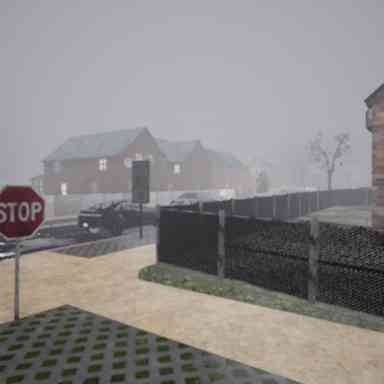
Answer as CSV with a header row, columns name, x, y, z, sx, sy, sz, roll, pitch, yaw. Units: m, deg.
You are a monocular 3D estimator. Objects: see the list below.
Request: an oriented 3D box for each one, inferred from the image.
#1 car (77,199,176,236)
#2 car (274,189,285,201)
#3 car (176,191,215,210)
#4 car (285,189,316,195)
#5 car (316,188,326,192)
name,x,y,z,sx,sy,sz,roll,pitch,yaw
car,-3.209,1.135,16.195,2.128,1.511,4.902,0,2,34
car,12.408,0.369,44.748,2.128,1.511,4.902,0,1,34
car,-0.030,0.745,26.136,2.097,1.767,4.553,0,2,34
car,13.504,0.441,41.294,1.837,1.490,4.892,0,1,34
car,19.020,0.193,49.693,1.882,1.535,5.008,0,1,34
